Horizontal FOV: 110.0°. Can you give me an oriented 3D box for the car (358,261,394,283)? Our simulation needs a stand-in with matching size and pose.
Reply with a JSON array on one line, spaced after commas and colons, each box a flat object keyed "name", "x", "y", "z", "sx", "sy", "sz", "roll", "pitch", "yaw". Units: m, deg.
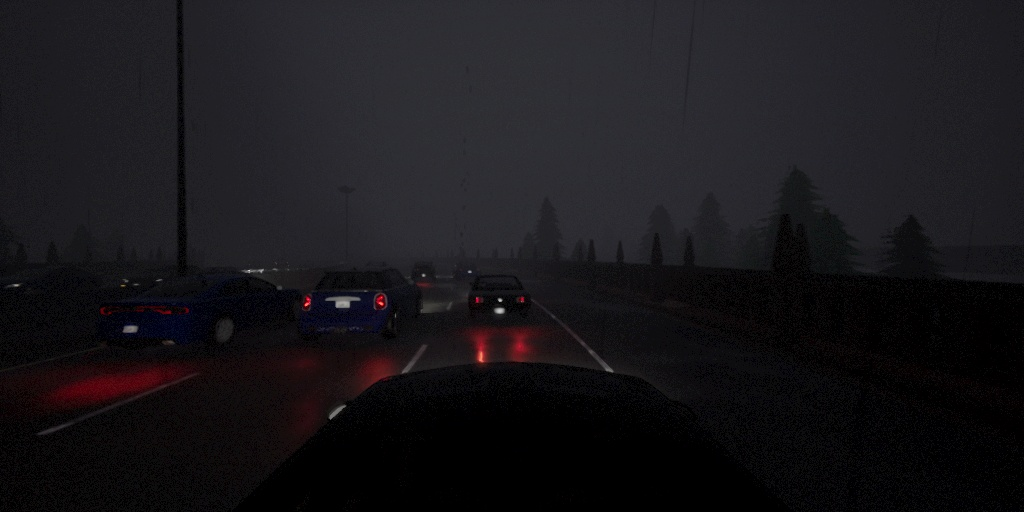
[{"name": "car", "x": -10.614, "y": 1.154, "z": 28.366, "sx": 2.128, "sy": 1.511, "sz": 4.902, "roll": 0, "pitch": 0, "yaw": -15}]

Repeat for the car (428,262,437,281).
[{"name": "car", "x": -7.058, "y": 1.157, "z": 28.572, "sx": 1.837, "sy": 1.490, "sz": 4.892, "roll": 0, "pitch": 0, "yaw": -14}]

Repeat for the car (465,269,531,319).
[{"name": "car", "x": -0.573, "y": 1.300, "z": 12.677, "sx": 1.895, "sy": 1.301, "sz": 4.718, "roll": 0, "pitch": 0, "yaw": -6}]

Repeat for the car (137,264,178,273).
[{"name": "car", "x": -19.714, "y": 1.214, "z": 20.669, "sx": 1.837, "sy": 1.490, "sz": 4.892, "roll": 0, "pitch": 0, "yaw": -13}]

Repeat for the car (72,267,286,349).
[{"name": "car", "x": -7.288, "y": 1.203, "z": 9.159, "sx": 1.882, "sy": 1.535, "sz": 5.008, "roll": 0, "pitch": 0, "yaw": -4}]

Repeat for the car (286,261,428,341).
[{"name": "car", "x": -3.859, "y": 1.068, "z": 9.960, "sx": 2.097, "sy": 1.767, "sz": 4.553, "roll": 0, "pitch": 0, "yaw": -4}]

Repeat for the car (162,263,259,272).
[{"name": "car", "x": -15.882, "y": 1.268, "z": 19.253, "sx": 1.994, "sy": 1.385, "sz": 4.181, "roll": 0, "pitch": 0, "yaw": -11}]

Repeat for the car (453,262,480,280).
[{"name": "car", "x": -3.765, "y": 1.203, "z": 29.723, "sx": 1.994, "sy": 1.385, "sz": 4.181, "roll": 0, "pitch": 0, "yaw": -14}]

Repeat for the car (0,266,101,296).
[{"name": "car", "x": -22.625, "y": 1.250, "z": 17.415, "sx": 1.812, "sy": 1.442, "sz": 4.674, "roll": 0, "pitch": 0, "yaw": -11}]
